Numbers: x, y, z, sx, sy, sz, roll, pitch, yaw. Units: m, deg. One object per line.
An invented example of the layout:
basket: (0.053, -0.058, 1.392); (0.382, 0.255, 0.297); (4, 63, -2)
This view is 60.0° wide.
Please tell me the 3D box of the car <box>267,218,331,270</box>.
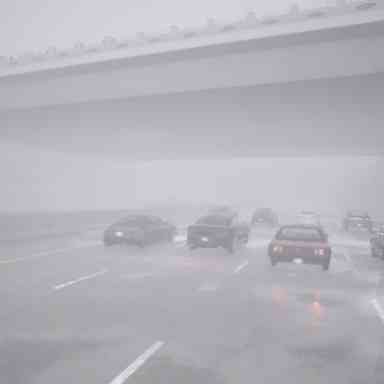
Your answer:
car: (4.019, 1.866, 12.244); (1.895, 1.301, 4.718); (1, -1, 21)

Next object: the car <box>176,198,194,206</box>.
car: (-0.527, 2.264, 61.345); (2.128, 1.511, 4.902); (1, -1, 21)

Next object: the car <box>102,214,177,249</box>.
car: (-2.268, 1.703, 15.404); (1.994, 1.385, 4.181); (1, -1, 21)

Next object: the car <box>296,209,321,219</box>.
car: (9.598, 2.134, 27.546); (1.812, 1.442, 4.674); (1, -1, 21)

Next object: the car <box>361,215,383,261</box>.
car: (7.525, 1.842, 11.620); (2.128, 1.511, 4.902); (1, -1, 21)

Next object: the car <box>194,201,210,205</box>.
car: (2.479, 2.391, 59.425); (1.994, 1.385, 4.181); (1, -1, 21)

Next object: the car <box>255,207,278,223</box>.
car: (6.311, 2.062, 28.747); (1.812, 1.442, 4.674); (1, -1, 21)

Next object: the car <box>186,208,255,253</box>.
car: (1.357, 1.708, 15.107); (1.882, 1.535, 5.008); (1, -1, 20)

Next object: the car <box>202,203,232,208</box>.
car: (2.784, 1.942, 29.309); (2.128, 1.511, 4.902); (1, -1, 21)

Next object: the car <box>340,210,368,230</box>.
car: (12.649, 2.158, 25.719); (2.128, 1.511, 4.902); (1, -1, 21)

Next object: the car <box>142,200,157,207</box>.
car: (-7.392, 2.157, 62.903); (2.033, 1.411, 5.357); (1, -1, 21)

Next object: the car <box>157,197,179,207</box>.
car: (-3.893, 1.915, 62.284); (2.150, 2.045, 5.566); (1, -1, 21)
